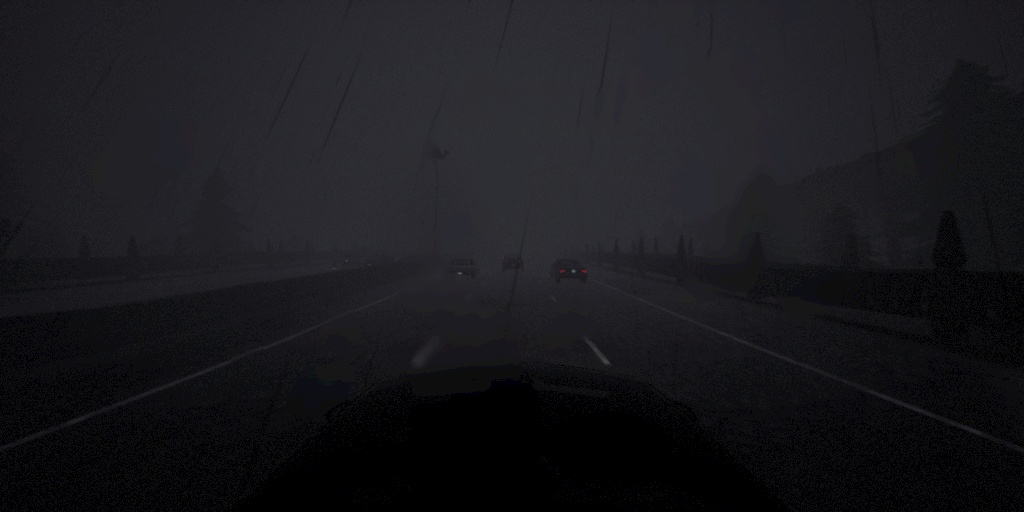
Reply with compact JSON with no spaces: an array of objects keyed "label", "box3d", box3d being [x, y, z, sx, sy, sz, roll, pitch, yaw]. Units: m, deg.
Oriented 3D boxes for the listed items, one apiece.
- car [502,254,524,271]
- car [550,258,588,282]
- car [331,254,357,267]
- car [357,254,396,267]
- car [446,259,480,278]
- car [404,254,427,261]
[{"label":"car","box3d":[0.099,0.529,32.755,1.882,1.535,5.008,0,2,0]},{"label":"car","box3d":[3.567,0.857,23.222,2.033,1.411,5.357,0,2,0]},{"label":"car","box3d":[-17.580,0.482,38.667,1.895,1.301,4.718,0,2,0]},{"label":"car","box3d":[-14.083,0.441,38.285,2.033,1.411,5.357,0,2,0]},{"label":"car","box3d":[-3.418,0.834,25.913,1.895,1.301,4.718,0,2,0]},{"label":"car","box3d":[-10.575,0.424,39.659,1.994,1.385,4.181,0,1,0]}]
